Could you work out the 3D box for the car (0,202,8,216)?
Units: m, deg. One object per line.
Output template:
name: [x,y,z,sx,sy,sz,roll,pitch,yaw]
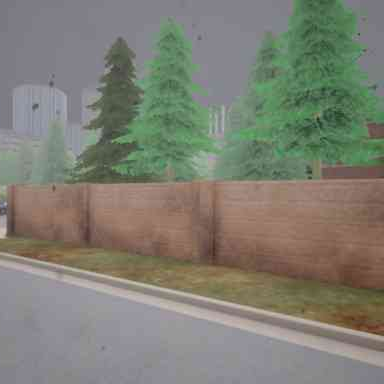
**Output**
car: [-17.472,1.508,33.034,1.812,1.442,4.674,0,0,35]
